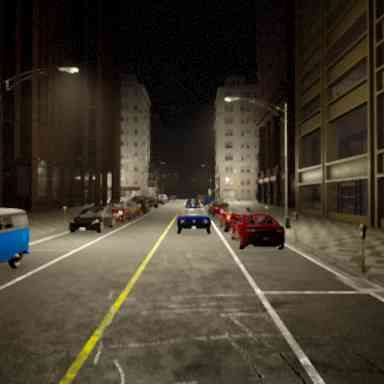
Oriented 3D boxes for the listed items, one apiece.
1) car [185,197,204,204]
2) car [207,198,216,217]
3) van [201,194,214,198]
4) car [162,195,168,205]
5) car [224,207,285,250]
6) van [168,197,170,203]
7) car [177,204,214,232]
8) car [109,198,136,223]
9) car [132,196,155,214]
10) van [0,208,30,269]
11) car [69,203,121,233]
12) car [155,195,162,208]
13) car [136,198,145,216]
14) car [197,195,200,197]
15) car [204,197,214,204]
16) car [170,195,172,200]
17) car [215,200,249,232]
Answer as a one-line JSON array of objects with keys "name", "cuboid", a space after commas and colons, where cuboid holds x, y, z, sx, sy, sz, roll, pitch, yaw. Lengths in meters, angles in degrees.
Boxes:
[{"name": "car", "cuboid": [0.115, 1.599, 39.344, 2.033, 1.411, 5.357, 0, 0, 0]}, {"name": "car", "cuboid": [2.688, 1.586, 31.179, 1.887, 1.381, 4.507, 1, 0, 0]}, {"name": "van", "cuboid": [2.699, 1.408, 53.678, 1.690, 1.788, 3.998, 1, 0, 0]}, {"name": "car", "cuboid": [-5.827, 1.655, 59.296, 1.802, 1.307, 4.206, 1, 0, 0]}, {"name": "car", "cuboid": [2.682, 1.565, 14.305, 1.887, 1.381, 4.507, 1, 0, 0]}, {"name": "van", "cuboid": [-5.822, 1.421, 64.921, 1.690, 1.788, 3.998, 1, 0, 0]}, {"name": "car", "cuboid": [0.107, 1.629, 20.116, 1.895, 1.301, 4.718, 0, 0, 0]}, {"name": "car", "cuboid": [-5.838, 1.475, 25.550, 1.967, 1.590, 4.097, 1, 0, 0]}, {"name": "car", "cuboid": [-5.832, 1.364, 36.799, 2.192, 1.841, 5.009, 1, 0, 0]}, {"name": "van", "cuboid": [-5.843, 1.354, 8.677, 1.690, 1.788, 3.998, 1, 0, 0]}, {"name": "car", "cuboid": [-5.842, 1.594, 19.926, 1.947, 1.339, 4.313, 1, 0, 0]}, {"name": "car", "cuboid": [-5.829, 1.501, 48.048, 1.967, 1.590, 4.097, 1, 0, 0]}, {"name": "car", "cuboid": [-5.837, 1.567, 31.004, 1.752, 1.417, 4.829, 1, 0, 0]}, {"name": "car", "cuboid": [2.703, 1.394, 64.927, 2.192, 1.841, 5.009, 1, 0, 0]}, {"name": "car", "cuboid": [2.690, 1.599, 36.804, 2.008, 1.369, 4.403, 1, 0, 0]}, {"name": "car", "cuboid": [-5.822, 1.631, 70.545, 1.887, 1.381, 4.507, 1, 0, 0]}, {"name": "car", "cuboid": [2.685, 1.468, 19.930, 1.967, 1.590, 4.097, 1, 0, 0]}]
